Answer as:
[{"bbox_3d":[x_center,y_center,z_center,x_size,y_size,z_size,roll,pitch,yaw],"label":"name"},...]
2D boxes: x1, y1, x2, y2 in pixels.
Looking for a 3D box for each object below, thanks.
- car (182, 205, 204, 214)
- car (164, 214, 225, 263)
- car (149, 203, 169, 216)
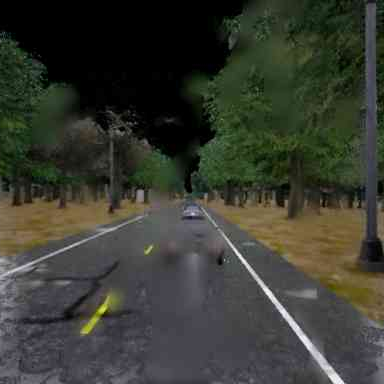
[{"bbox_3d":[0.083,1.842,29.774,1.994,1.385,4.181,0,-1,0],"label":"car"},{"bbox_3d":[0.079,1.700,12.284,1.895,1.301,4.718,0,0,0],"label":"car"},{"bbox_3d":[-3.599,1.927,36.865,1.994,1.385,4.181,0,-1,0],"label":"car"}]
